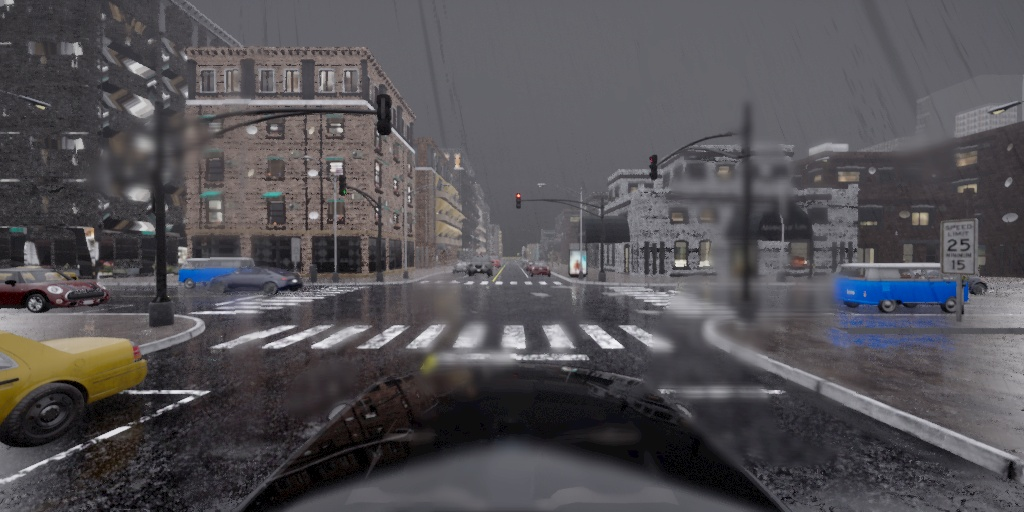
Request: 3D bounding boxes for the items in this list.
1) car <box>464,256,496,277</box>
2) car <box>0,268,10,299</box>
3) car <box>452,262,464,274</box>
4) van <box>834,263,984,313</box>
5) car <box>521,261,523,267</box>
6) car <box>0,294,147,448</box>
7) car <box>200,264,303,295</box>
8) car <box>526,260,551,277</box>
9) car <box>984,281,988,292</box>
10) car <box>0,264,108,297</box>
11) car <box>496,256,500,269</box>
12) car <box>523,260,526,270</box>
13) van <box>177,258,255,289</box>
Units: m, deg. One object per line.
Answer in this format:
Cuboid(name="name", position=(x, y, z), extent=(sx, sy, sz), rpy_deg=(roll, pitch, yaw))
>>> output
Cuboid(name="car", position=(-3.099, 0.975, 35.872), extent=(2.150, 2.045, 5.566), rpy_deg=(0, 0, 0))
Cuboid(name="car", position=(-25.691, 1.283, 15.833), extent=(4.181, 1.385, 1.994), rpy_deg=(0, 0, 0))
Cuboid(name="car", position=(-5.698, 1.308, 40.937), extent=(2.007, 1.370, 4.403), rpy_deg=(0, 0, 0))
Cuboid(name="van", position=(14.653, 1.155, 13.555), extent=(3.998, 1.789, 1.690), rpy_deg=(0, 0, 0))
Cuboid(name="car", position=(2.681, 1.317, 52.344), extent=(2.007, 1.370, 4.403), rpy_deg=(0, 0, 0))
Cuboid(name="car", position=(-5.692, 1.275, 2.615), extent=(1.751, 1.417, 4.829), rpy_deg=(0, 0, 0))
Cuboid(name="car", position=(-13.463, 1.279, 18.974), extent=(4.181, 1.385, 1.994), rpy_deg=(0, 0, 2))
Cuboid(name="car", position=(2.684, 1.193, 35.254), extent=(1.967, 1.591, 4.097), rpy_deg=(0, 0, 0))
Cuboid(name="car", position=(22.696, 1.356, 19.402), extent=(4.181, 1.385, 1.994), rpy_deg=(0, 0, 0))
Cuboid(name="car", position=(-17.725, 1.189, 13.309), extent=(4.097, 1.591, 1.967), rpy_deg=(0, 0, 0))
Cuboid(name="car", position=(-3.076, 0.997, 59.046), extent=(2.150, 2.045, 5.566), rpy_deg=(0, 0, 0))
Cuboid(name="car", position=(2.681, 1.344, 46.647), extent=(1.802, 1.307, 4.207), rpy_deg=(0, 0, 0))
Cuboid(name="van", position=(-17.769, 1.028, 21.689), extent=(3.998, 1.789, 1.690), rpy_deg=(0, 0, 0))
